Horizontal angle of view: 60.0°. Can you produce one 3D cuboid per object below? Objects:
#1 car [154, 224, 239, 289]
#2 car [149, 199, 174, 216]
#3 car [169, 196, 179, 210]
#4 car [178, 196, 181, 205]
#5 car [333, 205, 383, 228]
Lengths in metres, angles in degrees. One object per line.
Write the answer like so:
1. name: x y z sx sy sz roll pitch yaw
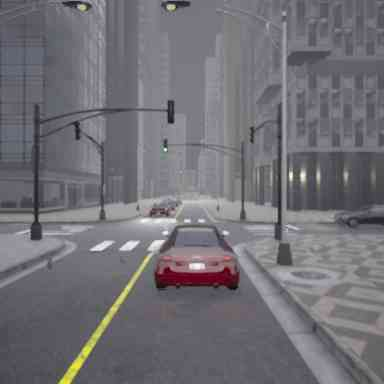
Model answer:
1. car: 0.106 1.577 9.204 1.994 1.385 4.181 0 0 0
2. car: -3.089 1.656 32.764 1.895 1.301 4.718 0 0 0
3. car: -3.084 1.623 42.416 2.033 1.411 5.357 0 0 0
4. car: -3.058 1.622 52.183 1.812 1.442 4.674 0 0 0
5. car: 11.747 1.564 21.806 4.674 1.442 1.812 0 0 1
